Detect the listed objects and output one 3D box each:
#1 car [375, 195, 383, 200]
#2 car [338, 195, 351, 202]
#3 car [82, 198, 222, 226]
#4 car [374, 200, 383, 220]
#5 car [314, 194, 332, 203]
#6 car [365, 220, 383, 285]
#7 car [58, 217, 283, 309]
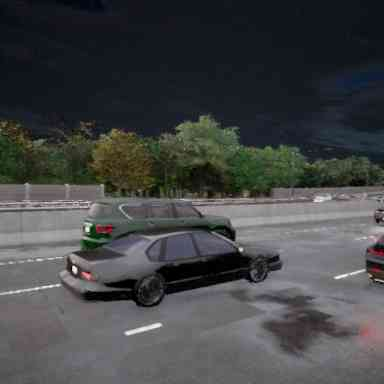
[{"bbox_3d":[34.019,1.553,58.225,5.566,2.045,2.150,1,0,-35],"label":"car"},{"bbox_3d":[36.025,1.517,78.598,1.882,1.535,5.008,1,1,39],"label":"car"},{"bbox_3d":[-0.985,1.226,11.642,5.566,2.045,2.150,0,0,-35],"label":"car"},{"bbox_3d":[14.183,1.511,22.459,4.902,1.511,2.128,0,0,-35],"label":"car"},{"bbox_3d":[26.152,1.366,66.177,2.150,2.045,5.566,1,1,38],"label":"car"},{"bbox_3d":[6.211,1.512,8.299,4.892,1.490,1.837,0,0,-35],"label":"car"},{"bbox_3d":[-0.223,1.551,7.893,5.357,1.411,2.033,0,0,-35],"label":"car"}]
